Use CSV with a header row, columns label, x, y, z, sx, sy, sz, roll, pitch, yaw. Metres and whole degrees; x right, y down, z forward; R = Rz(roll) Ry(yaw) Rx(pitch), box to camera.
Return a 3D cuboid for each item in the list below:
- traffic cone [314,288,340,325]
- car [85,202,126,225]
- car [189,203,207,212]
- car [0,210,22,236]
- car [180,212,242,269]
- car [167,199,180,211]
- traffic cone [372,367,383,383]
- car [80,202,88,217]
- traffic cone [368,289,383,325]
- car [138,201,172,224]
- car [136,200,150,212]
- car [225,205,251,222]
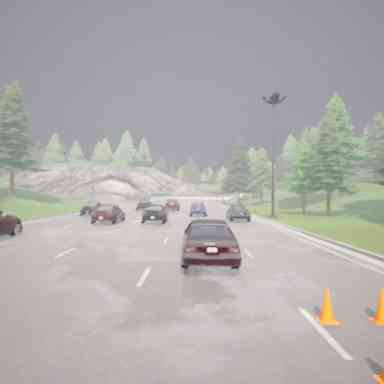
label,x,y,z,sx,sy,sz,roll,pitch,yaw
traffic cone,2.448,2.044,6.029,0.340,0.580,0.340,1,-1,0
car,-6.375,1.673,25.590,1.812,1.442,4.674,1,-1,0
car,0.676,1.895,37.221,2.033,1.411,5.357,1,-1,0
car,-9.967,1.360,15.634,2.097,1.767,4.553,1,-1,1
car,0.564,1.662,11.651,2.033,1.411,5.357,1,0,0
car,-2.775,1.749,47.891,2.097,1.767,4.553,1,-1,0
traffic cone,2.439,2.026,4.029,0.340,0.580,0.340,1,-1,0
car,-9.852,1.700,33.704,1.812,1.442,4.674,1,0,0
traffic cone,3.447,2.057,6.024,0.340,0.580,0.340,1,-1,0
car,-2.869,1.730,26.634,1.812,1.442,4.674,1,-1,0
car,-6.290,1.829,44.696,1.837,1.490,4.892,1,0,0
car,4.119,1.876,30.097,2.033,1.411,5.357,1,0,1
